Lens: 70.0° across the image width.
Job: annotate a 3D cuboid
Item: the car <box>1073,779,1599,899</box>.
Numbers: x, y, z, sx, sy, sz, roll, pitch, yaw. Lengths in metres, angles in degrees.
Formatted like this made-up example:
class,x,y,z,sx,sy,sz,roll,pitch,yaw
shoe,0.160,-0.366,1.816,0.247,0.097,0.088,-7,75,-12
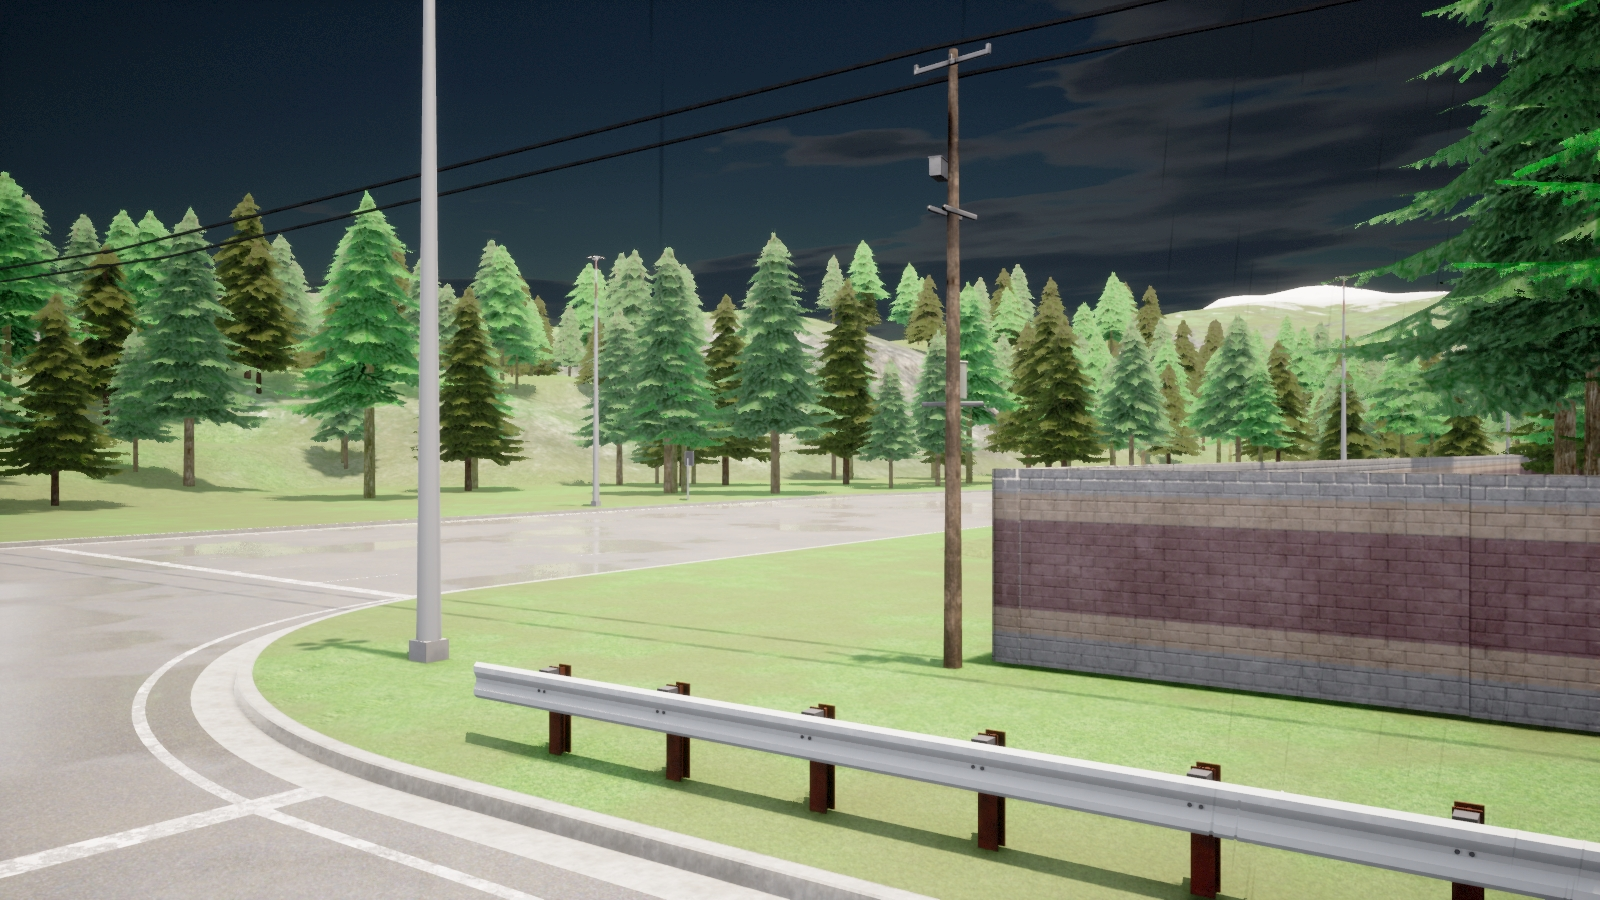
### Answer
class,x,y,z,sx,sy,sz,roll,pitch,yaw
car,3.010,1.982,1.681,5.238,1.638,2.097,0,0,35
